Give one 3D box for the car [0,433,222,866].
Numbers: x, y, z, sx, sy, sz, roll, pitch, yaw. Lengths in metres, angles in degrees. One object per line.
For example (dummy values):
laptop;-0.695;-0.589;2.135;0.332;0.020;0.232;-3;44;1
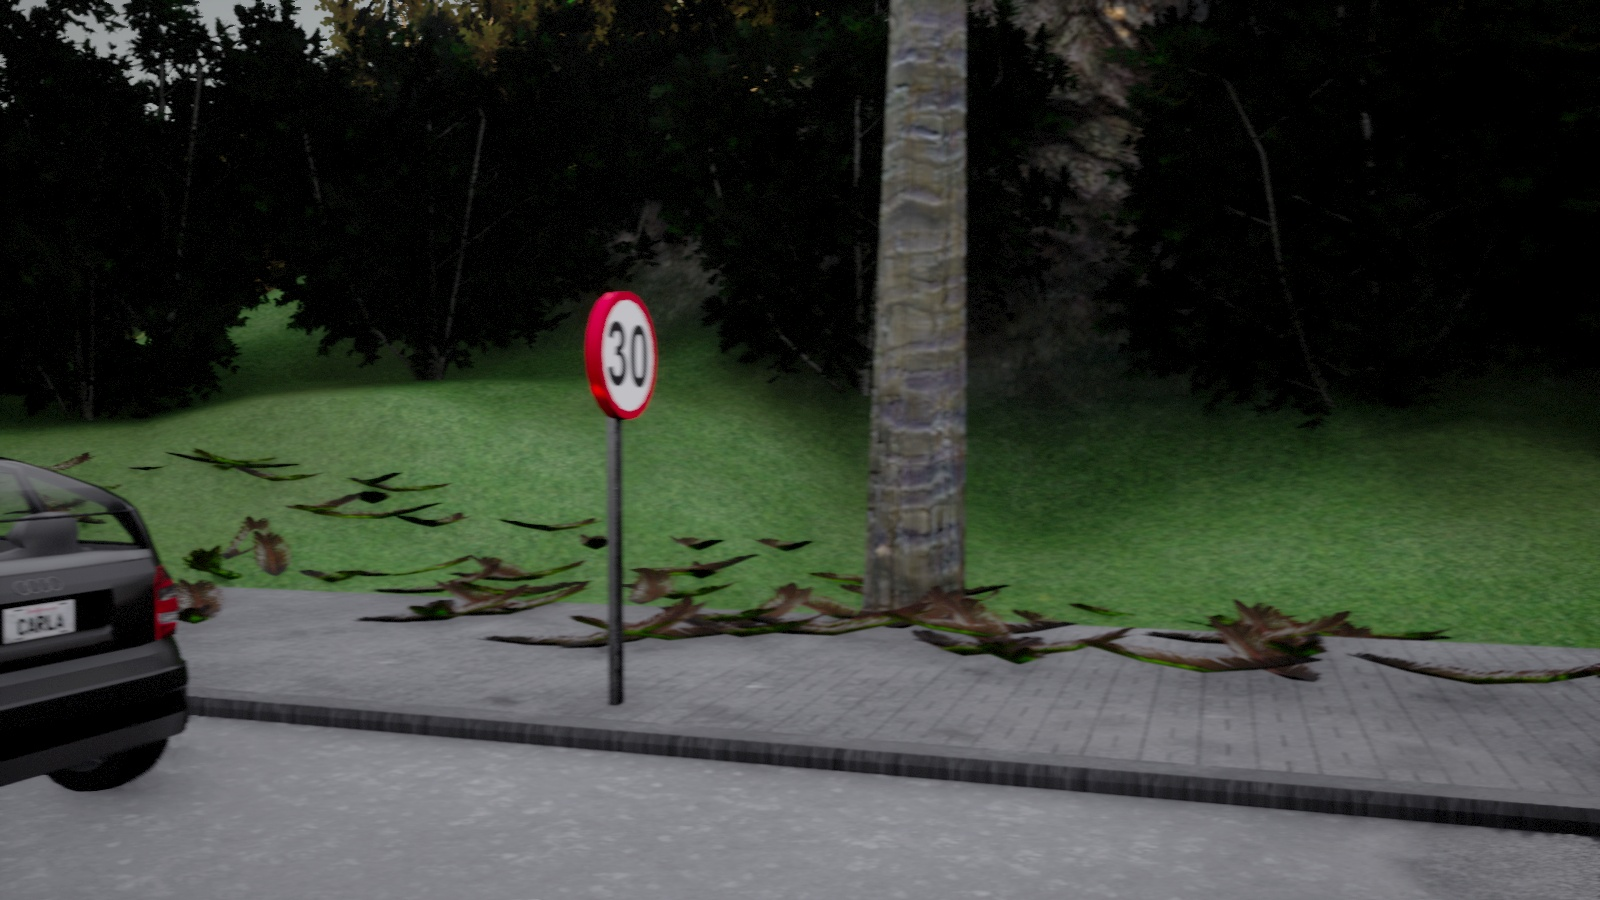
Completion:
car;-4.583;0.704;5.259;3.705;1.549;1.789;1;1;19
